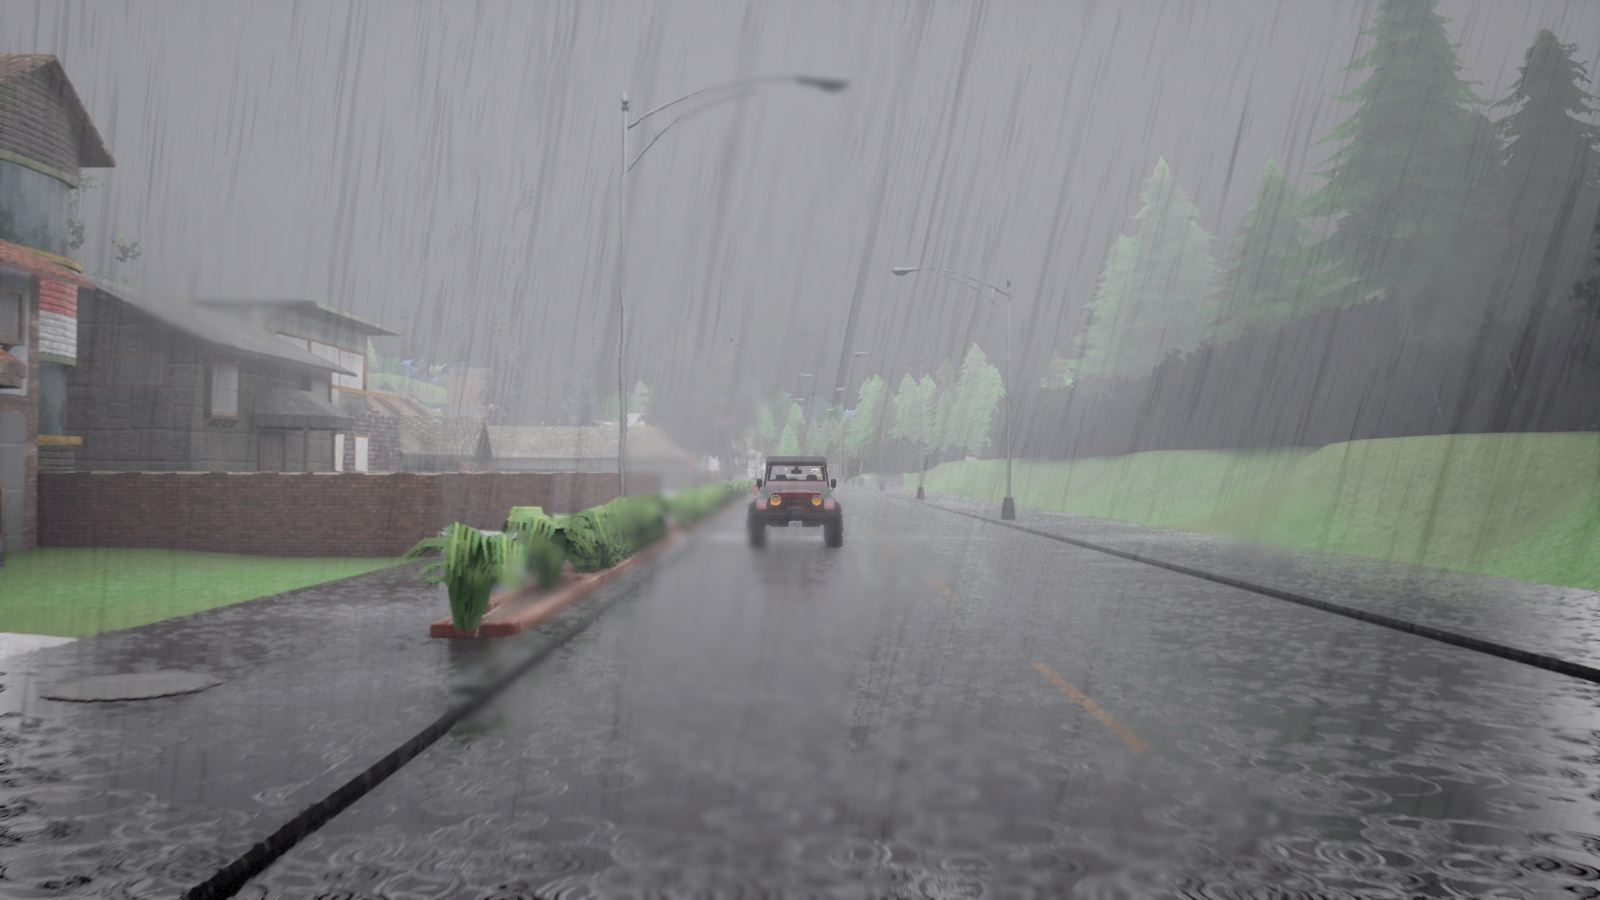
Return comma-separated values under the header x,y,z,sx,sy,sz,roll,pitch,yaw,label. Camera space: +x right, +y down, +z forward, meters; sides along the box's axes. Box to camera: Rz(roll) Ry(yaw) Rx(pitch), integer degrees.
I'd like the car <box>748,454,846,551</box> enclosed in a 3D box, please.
x,y,z,sx,sy,sz,roll,pitch,yaw,label
-0.065,1.054,26.497,1.905,1.878,3.866,0,-1,0,car
